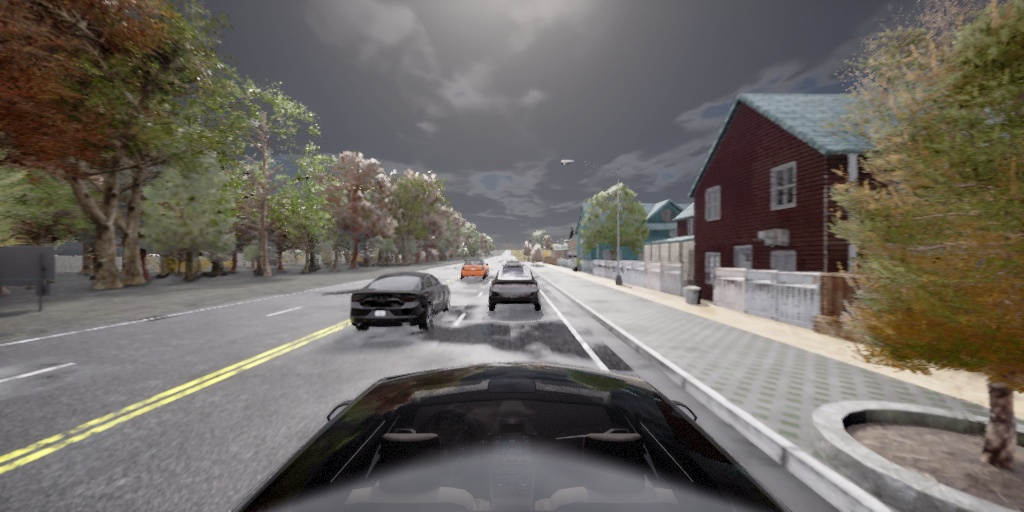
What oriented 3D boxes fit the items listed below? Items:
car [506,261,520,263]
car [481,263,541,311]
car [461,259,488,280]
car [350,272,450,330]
[{"bbox_3d":[0.098,1.205,33.521,1.837,1.490,4.892,0,0,0],"label":"car"},{"bbox_3d":[0.099,1.224,14.423,2.128,1.511,4.902,0,0,0],"label":"car"},{"bbox_3d":[-3.152,1.054,31.185,2.097,1.767,4.553,0,0,0],"label":"car"},{"bbox_3d":[-3.151,1.216,11.055,1.882,1.535,5.008,0,0,0],"label":"car"}]
